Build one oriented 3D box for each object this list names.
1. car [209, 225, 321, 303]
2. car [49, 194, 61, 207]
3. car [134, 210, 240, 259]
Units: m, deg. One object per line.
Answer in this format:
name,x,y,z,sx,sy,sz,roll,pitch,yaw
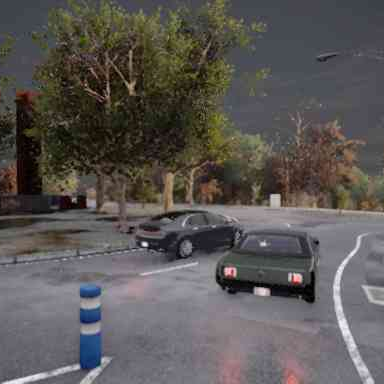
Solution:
car,2.158,1.565,8.280,1.895,1.301,4.718,0,0,22
car,-18.985,1.105,43.881,4.553,1.767,2.097,0,1,-11
car,0.109,1.442,12.533,1.837,1.490,4.892,2,1,43
